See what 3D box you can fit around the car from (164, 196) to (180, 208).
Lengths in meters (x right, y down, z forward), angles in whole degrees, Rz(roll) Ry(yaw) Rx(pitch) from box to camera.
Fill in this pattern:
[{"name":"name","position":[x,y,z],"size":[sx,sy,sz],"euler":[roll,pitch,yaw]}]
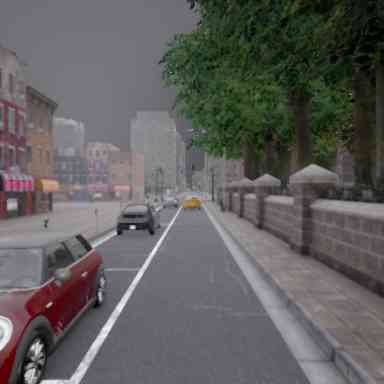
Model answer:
[{"name":"car","position":[-2.628,1.261,41.514],"size":[1.802,1.307,4.206],"euler":[0,0,0]}]

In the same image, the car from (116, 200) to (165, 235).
[{"name":"car","position":[-2.746,1.368,17.815],"size":[1.837,1.490,4.892],"euler":[0,0,0]}]

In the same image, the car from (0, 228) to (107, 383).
[{"name":"car","position":[-2.646,1.402,4.895],"size":[1.967,1.590,4.097],"euler":[0,0,0]}]

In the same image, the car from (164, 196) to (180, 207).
[{"name":"car","position":[-2.627,1.217,45.177],"size":[1.947,1.339,4.313],"euler":[0,0,0]}]

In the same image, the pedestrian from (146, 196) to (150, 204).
[{"name":"pedestrian","position":[-2.745,1.133,20.759],"size":[0.375,1.860,0.375],"euler":[0,0,0]}]

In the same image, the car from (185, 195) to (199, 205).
[{"name":"car","position":[0.016,1.164,49.600],"size":[2.033,1.411,5.357],"euler":[0,0,0]}]

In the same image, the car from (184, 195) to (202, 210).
[{"name":"car","position":[0.071,1.182,38.268],"size":[1.882,1.535,5.008],"euler":[0,0,0]}]
